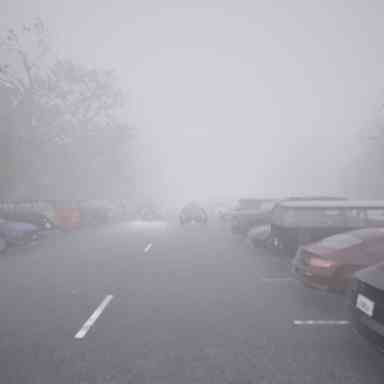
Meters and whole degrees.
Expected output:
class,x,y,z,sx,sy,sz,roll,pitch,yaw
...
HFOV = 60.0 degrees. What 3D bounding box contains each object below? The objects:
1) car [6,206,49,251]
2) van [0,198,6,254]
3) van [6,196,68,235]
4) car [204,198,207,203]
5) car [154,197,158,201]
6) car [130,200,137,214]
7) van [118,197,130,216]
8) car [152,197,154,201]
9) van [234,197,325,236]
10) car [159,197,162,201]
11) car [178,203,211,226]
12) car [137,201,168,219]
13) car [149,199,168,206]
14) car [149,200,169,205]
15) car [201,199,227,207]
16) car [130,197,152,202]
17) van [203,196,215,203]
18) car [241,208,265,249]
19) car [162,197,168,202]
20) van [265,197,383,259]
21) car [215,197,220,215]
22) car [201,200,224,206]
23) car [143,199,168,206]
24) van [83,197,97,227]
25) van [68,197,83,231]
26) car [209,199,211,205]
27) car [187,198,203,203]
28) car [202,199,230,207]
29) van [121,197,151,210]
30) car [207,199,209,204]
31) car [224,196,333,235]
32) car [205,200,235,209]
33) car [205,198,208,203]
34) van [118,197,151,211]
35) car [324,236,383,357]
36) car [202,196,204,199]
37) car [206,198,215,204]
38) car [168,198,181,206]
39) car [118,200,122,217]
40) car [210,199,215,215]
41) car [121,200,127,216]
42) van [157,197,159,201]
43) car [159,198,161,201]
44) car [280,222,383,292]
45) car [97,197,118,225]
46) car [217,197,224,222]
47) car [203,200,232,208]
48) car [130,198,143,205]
class,x,y,z,sx,sy,sz,roll,pitch,yaw
car,-8.545,1.459,12.786,5.008,1.535,2.097,0,0,0
van,-8.423,1.238,10.016,4.442,1.987,1.878,0,0,0
van,-8.423,1.245,15.407,4.442,1.987,1.878,0,0,0
car,4.569,1.982,48.697,4.792,1.488,2.163,0,-1,0
car,-8.545,2.034,54.316,5.008,1.535,2.097,0,-1,0
car,-8.543,1.792,34.801,4.674,1.452,2.002,0,-1,0
van,-8.657,1.486,32.034,4.442,1.987,1.878,0,-1,0
car,-8.512,1.662,46.010,5.566,2.045,2.435,0,-1,0
van,4.657,1.285,18.166,4.442,1.987,1.878,0,-1,0
car,-8.569,2.202,62.491,4.792,1.488,2.163,0,-1,0
car,0.100,1.717,24.107,1.895,1.301,4.718,0,-1,0
car,-3.599,1.821,31.273,1.895,1.301,4.718,0,-1,0
car,-8.571,2.552,84.649,4.553,1.767,2.185,0,-1,0
car,-8.535,2.742,87.416,5.008,1.535,2.097,0,-1,0
car,4.725,2.356,70.893,5.366,1.575,1.946,0,-1,0
car,-8.512,1.622,43.241,5.566,2.045,2.435,0,-1,0
van,4.423,1.767,51.477,4.442,1.987,1.878,0,-1,0
car,4.511,1.489,12.636,4.792,1.488,2.163,0,0,0
car,-8.569,2.109,70.930,5.566,2.045,2.435,0,-1,0
van,4.657,1.238,9.854,4.442,1.987,1.878,0,0,0
car,4.571,1.546,29.268,4.553,1.767,2.185,0,-1,0
car,4.533,2.424,73.668,4.892,1.521,2.231,0,-1,0
car,-8.354,2.485,76.462,5.366,1.575,1.946,0,-1,0
van,-8.657,1.325,20.955,4.442,1.987,1.878,0,-1,0
van,-8.656,1.287,18.310,4.442,1.987,1.878,0,-1,0
car,4.546,1.753,34.818,4.892,1.521,2.231,0,-1,0
car,0.102,1.871,41.378,1.837,1.490,4.892,0,-1,0
car,4.725,2.227,65.221,5.366,1.575,1.946,0,-1,0
van,-8.656,1.768,51.549,4.442,1.987,1.878,0,-1,0
car,4.533,1.793,37.594,4.892,1.521,2.231,0,-1,0
car,4.512,1.219,15.390,5.566,2.045,2.435,0,-1,0
car,4.510,2.062,54.249,4.792,1.488,2.163,0,-1,0
car,4.569,1.942,45.921,4.792,1.488,2.163,0,-1,0
van,-8.423,1.728,48.779,4.442,1.987,1.878,0,-1,0
car,4.570,1.502,4.300,4.792,1.488,2.163,0,0,0
car,4.509,1.950,57.025,4.553,1.767,2.185,0,-1,0
car,4.569,1.902,43.145,4.792,1.488,2.163,0,-1,0
car,-3.500,2.495,72.640,1.895,1.301,4.718,0,-1,0
car,-8.534,1.633,26.616,5.008,1.535,2.097,0,-1,0
car,4.725,1.708,32.042,5.366,1.575,1.946,0,-1,0
car,-8.538,1.713,29.387,4.674,1.452,2.002,0,-1,0
van,-8.432,1.851,57.105,4.442,1.987,1.878,0,-1,0
car,-8.569,2.153,59.852,4.792,1.488,2.163,0,-1,0
car,4.537,1.509,7.078,4.674,1.452,2.002,0,0,0
car,-8.512,1.340,23.725,5.566,2.045,2.435,0,-1,0
car,4.571,1.505,26.492,4.553,1.767,2.185,0,-1,0
car,4.546,2.123,59.802,4.892,1.521,2.231,0,-1,0
car,-8.534,1.793,37.696,5.008,1.535,2.097,0,-1,0
